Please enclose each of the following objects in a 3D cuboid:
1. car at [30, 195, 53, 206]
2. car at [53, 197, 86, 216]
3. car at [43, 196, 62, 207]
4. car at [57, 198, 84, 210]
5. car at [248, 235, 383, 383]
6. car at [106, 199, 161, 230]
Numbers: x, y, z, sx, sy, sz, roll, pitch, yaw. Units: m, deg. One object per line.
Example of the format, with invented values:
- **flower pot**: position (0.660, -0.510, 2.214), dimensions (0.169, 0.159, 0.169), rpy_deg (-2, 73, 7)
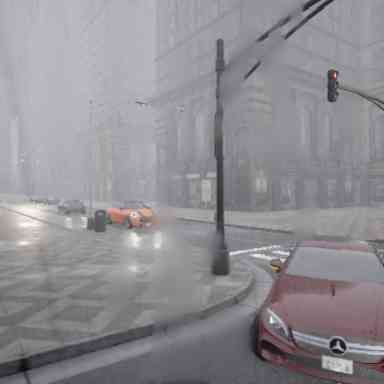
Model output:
- **car**: position (-20.939, 1.044, 45.695), dimensions (1.882, 1.535, 5.008), rpy_deg (0, 0, -35)
- **car**: position (-12.039, 1.491, 33.054), dimensions (1.837, 1.490, 4.892), rpy_deg (0, 0, -35)
- **car**: position (-21.882, 1.460, 52.186), dimensions (1.812, 1.442, 4.674), rpy_deg (0, 0, -35)
- **car**: position (-16.242, 1.503, 44.370), dimensions (2.033, 1.411, 5.357), rpy_deg (0, 0, -35)
- **car**: position (2.398, 1.529, 5.588), dimensions (1.812, 1.442, 4.674), rpy_deg (1, 0, 23)
- **car**: position (-3.853, 1.353, 21.553), dimensions (2.097, 1.767, 4.553), rpy_deg (0, 0, -36)
